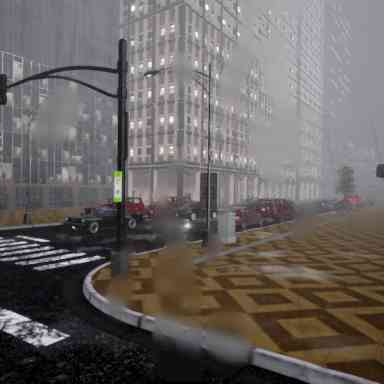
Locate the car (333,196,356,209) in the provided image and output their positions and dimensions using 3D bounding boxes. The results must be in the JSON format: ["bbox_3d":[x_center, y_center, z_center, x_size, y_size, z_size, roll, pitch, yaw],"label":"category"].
[{"bbox_3d":[21.394,1.656,47.096,1.812,1.442,4.674,1,1,35],"label":"car"}]

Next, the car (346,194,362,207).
[{"bbox_3d":[25.421,1.366,52.858,2.150,2.045,5.566,1,1,35],"label":"car"}]

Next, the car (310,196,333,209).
[{"bbox_3d":[18.510,1.650,48.069,1.994,1.385,4.181,1,1,35],"label":"car"}]

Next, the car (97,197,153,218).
[{"bbox_3d":[-5.465,1.275,23.771,2.192,1.841,5.009,1,0,35],"label":"car"}]

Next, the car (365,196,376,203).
[{"bbox_3d":[39.504,1.599,73.504,1.967,1.590,4.097,1,1,35],"label":"car"}]

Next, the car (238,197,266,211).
[{"bbox_3d":[7.691,1.431,42.270,1.967,1.590,4.097,1,0,35],"label":"car"}]

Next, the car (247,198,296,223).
[{"bbox_3d":[6.745,1.409,26.944,2.192,1.841,5.009,1,0,35],"label":"car"}]

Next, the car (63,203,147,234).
[{"bbox_3d":[-5.132,1.595,19.724,1.895,1.301,4.718,1,1,35],"label":"car"}]

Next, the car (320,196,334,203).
[{"bbox_3d":[29.866,1.617,73.525,1.802,1.307,4.206,1,1,35],"label":"car"}]

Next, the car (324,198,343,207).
[{"bbox_3d":[23.349,1.659,54.935,1.994,1.385,4.181,1,1,35],"label":"car"}]

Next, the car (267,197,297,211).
[{"bbox_3d":[11.911,1.526,43.774,2.128,1.511,4.902,1,0,36],"label":"car"}]

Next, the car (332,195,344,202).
[{"bbox_3d":[36.174,1.571,82.444,1.752,1.417,4.829,1,1,35],"label":"car"}]

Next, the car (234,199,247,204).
[{"bbox_3d":[5.770,1.511,35.162,2.128,1.511,4.902,1,1,35],"label":"car"}]

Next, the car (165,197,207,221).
[{"bbox_3d":[0.309,1.485,27.447,1.882,1.535,5.008,1,1,35],"label":"car"}]

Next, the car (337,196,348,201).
[{"bbox_3d":[39.459,1.624,87.092,1.947,1.339,4.313,1,1,35],"label":"car"}]

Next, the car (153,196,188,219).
[{"bbox_3d":[-1.810,1.283,28.941,2.192,1.841,5.009,1,0,35],"label":"car"}]

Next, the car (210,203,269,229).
[{"bbox_3d":[3.255,1.668,22.015,1.802,1.307,4.206,1,0,35],"label":"car"}]
